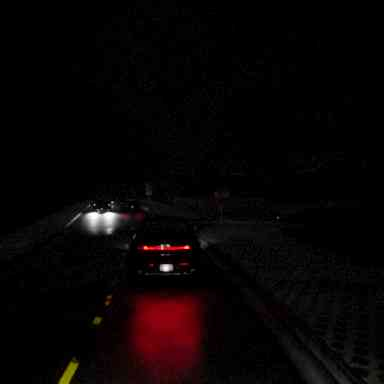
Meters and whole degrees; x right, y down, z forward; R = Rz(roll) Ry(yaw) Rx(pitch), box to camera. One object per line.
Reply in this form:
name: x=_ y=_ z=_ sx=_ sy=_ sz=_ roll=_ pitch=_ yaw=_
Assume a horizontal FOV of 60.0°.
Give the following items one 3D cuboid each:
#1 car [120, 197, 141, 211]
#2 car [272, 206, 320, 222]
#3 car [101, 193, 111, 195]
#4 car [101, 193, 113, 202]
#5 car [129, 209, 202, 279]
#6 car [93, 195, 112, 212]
car: x=-6.568 y=1.276 z=35.715 sx=1.812 sy=1.442 sz=4.674 roll=0 pitch=0 yaw=-14
car: x=8.895 y=1.747 z=26.692 sx=4.718 sy=1.301 sz=1.895 roll=1 pitch=-2 yaw=-14
car: x=-12.770 y=1.115 z=48.404 sx=1.837 sy=1.490 sz=4.892 roll=0 pitch=1 yaw=-14
car: x=-16.207 y=1.017 z=63.276 sx=1.882 sy=1.535 sz=5.008 roll=0 pitch=0 yaw=-11
car: x=-0.832 y=1.468 z=9.995 sx=1.837 sy=1.490 sz=4.892 roll=0 pitch=0 yaw=-6
car: x=-9.422 y=1.327 z=35.017 sx=1.895 sy=1.301 sz=4.718 roll=0 pitch=0 yaw=-14
